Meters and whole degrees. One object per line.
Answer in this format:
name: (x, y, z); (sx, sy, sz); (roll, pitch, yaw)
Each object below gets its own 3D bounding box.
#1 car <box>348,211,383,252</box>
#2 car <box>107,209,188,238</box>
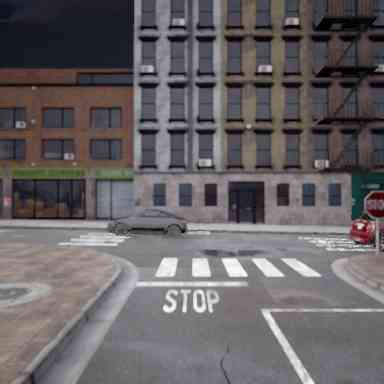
car: (9.462, 1.616, 14.578); (4.553, 1.767, 2.097); (1, -1, 0)
car: (-2.284, 1.604, 17.583); (4.181, 1.385, 1.994); (1, -1, 0)
